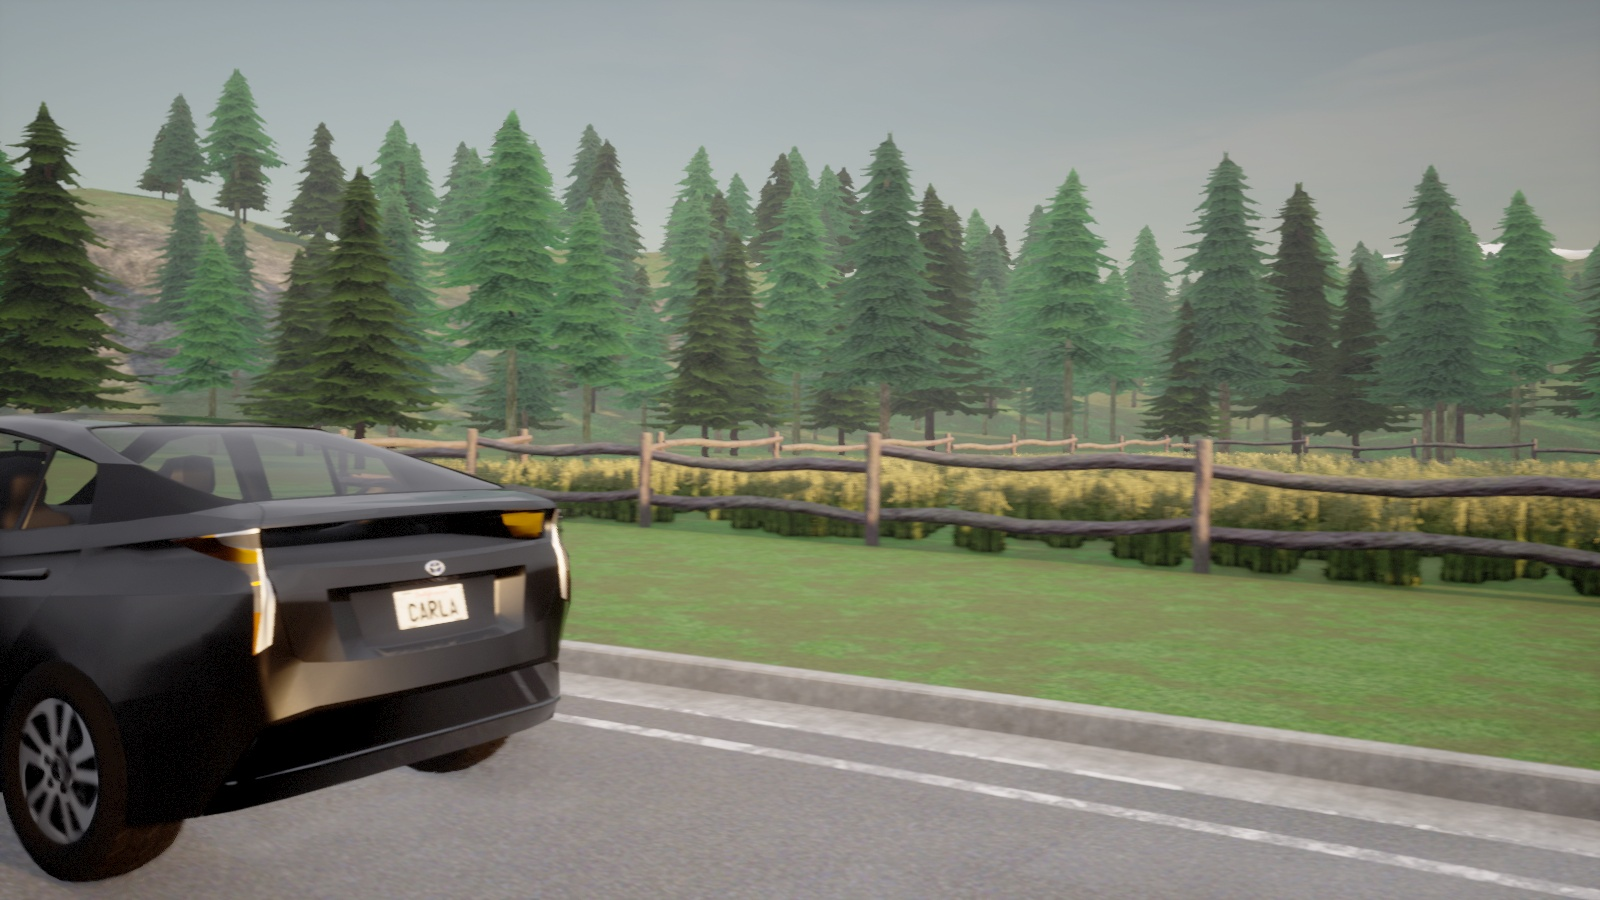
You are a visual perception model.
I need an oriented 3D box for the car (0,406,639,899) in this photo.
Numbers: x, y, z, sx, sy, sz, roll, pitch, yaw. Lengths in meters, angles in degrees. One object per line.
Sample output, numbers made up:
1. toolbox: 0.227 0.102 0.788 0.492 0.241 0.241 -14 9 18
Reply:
1. car: -3.129 0.624 5.463 4.514 1.525 2.007 0 1 30
